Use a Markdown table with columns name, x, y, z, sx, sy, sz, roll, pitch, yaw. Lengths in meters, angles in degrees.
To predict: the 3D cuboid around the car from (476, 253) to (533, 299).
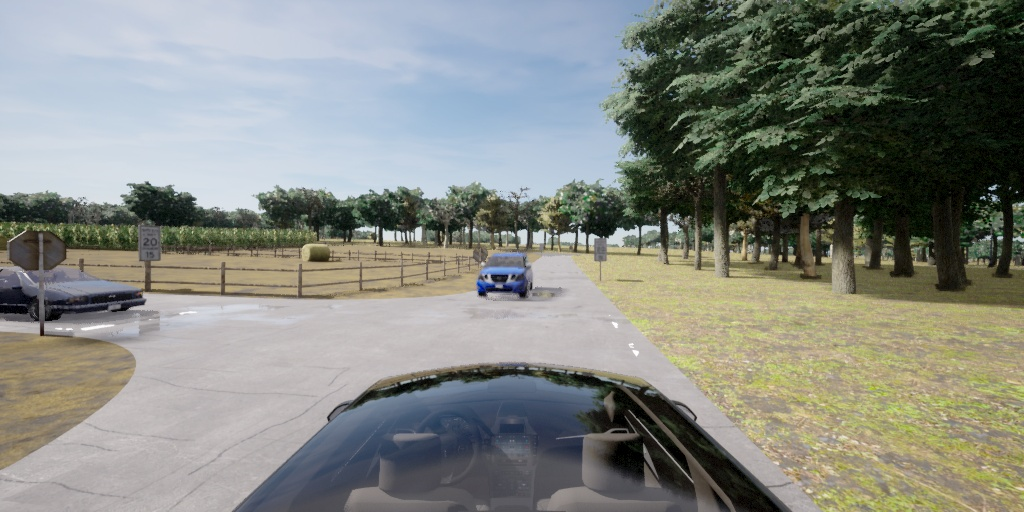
| name | x | y | z | sx | sy | sz | roll | pitch | yaw |
| --- | --- | --- | --- | --- | --- | --- | --- | --- | --- |
| car | -0.166 | 0.874 | 17.697 | 2.150 | 2.045 | 5.566 | 0 | 1 | 8 |

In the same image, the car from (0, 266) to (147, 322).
| name | x | y | z | sx | sy | sz | roll | pitch | yaw |
| --- | --- | --- | --- | --- | --- | --- | --- | --- | --- |
| car | -13.897 | 1.008 | 10.475 | 5.357 | 1.411 | 2.033 | 1 | 1 | 7 |
